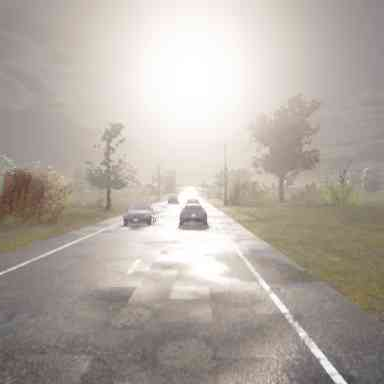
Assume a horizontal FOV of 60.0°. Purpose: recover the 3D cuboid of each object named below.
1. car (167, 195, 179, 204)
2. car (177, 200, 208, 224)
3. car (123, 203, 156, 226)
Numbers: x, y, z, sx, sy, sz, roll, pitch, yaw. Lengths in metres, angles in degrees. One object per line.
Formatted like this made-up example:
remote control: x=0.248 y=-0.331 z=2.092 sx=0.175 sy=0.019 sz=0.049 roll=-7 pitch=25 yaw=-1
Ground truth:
car: x=-3.519 y=1.317 z=62.797 sx=2.097 sy=1.767 sz=4.553 roll=0 pitch=0 yaw=1
car: x=0.104 y=1.556 z=24.408 sx=1.994 sy=1.385 sz=4.181 roll=0 pitch=0 yaw=0
car: x=-3.594 y=1.518 z=23.554 sx=1.812 sy=1.442 sz=4.674 roll=0 pitch=0 yaw=0
